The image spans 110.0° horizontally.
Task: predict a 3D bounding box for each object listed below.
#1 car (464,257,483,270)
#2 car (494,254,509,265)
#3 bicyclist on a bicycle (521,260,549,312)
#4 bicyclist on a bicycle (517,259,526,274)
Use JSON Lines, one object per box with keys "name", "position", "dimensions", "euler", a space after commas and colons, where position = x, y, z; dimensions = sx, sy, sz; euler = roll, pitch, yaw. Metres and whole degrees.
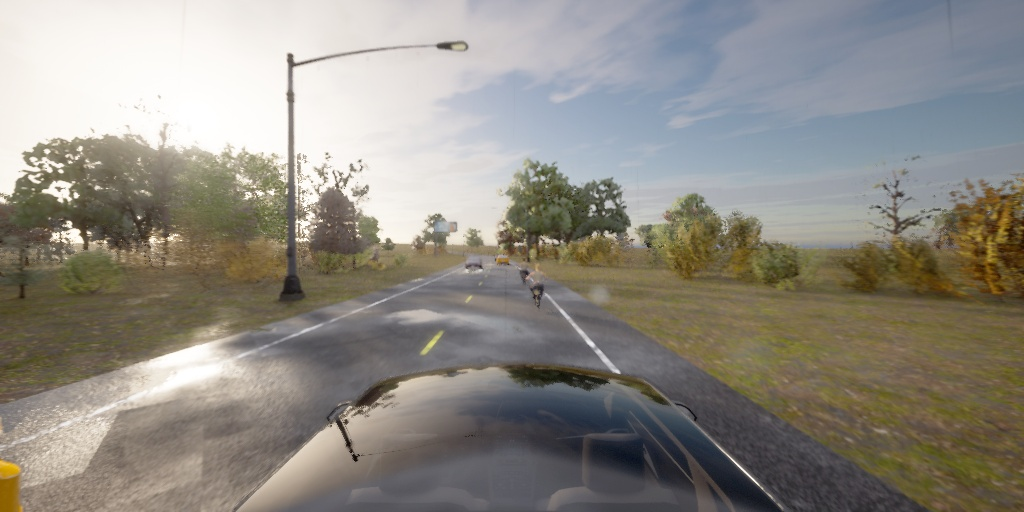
{"name": "car", "position": [-4.418, 0.805, 41.980], "dimensions": [1.812, 1.442, 4.674], "euler": [0, 0, -2]}
{"name": "car", "position": [-1.462, 0.571, 56.461], "dimensions": [1.882, 1.535, 5.008], "euler": [0, 1, -3]}
{"name": "bicyclist on a bicycle", "position": [0.877, 1.061, 12.523], "dimensions": [0.866, 1.612, 1.509], "euler": [0, 1, 0]}
{"name": "bicyclist on a bicycle", "position": [0.738, 0.950, 22.071], "dimensions": [0.866, 1.612, 1.509], "euler": [0, 1, -1]}
